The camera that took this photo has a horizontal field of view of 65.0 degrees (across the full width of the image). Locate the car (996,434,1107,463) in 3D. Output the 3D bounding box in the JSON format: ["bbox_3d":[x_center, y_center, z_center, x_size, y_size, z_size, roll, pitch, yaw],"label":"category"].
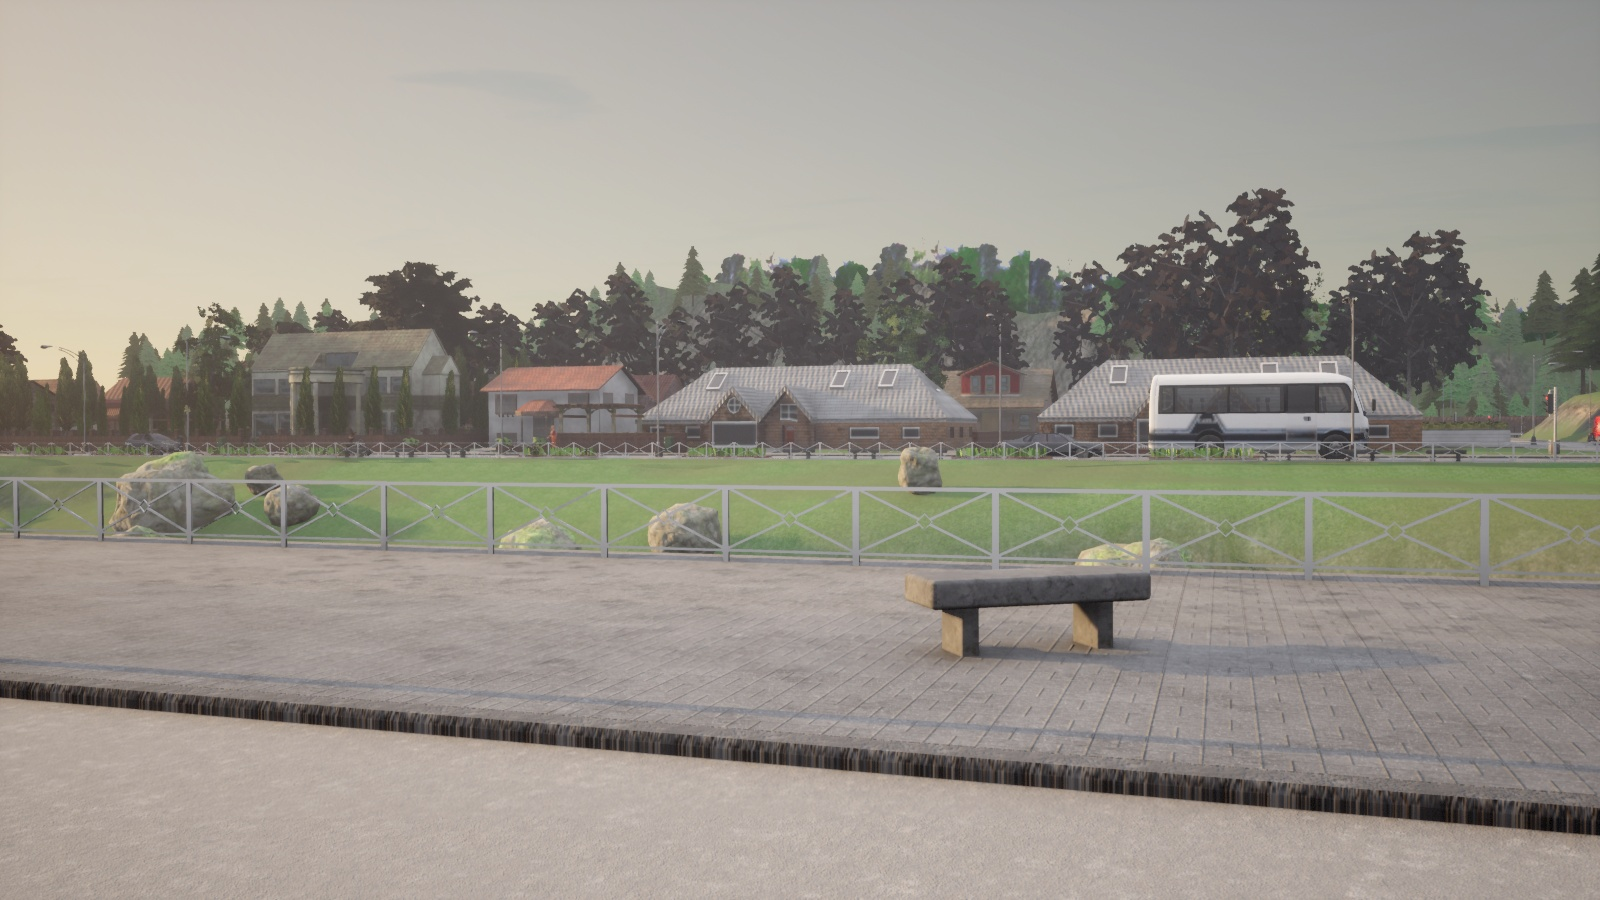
[{"bbox_3d":[12.919,-0.109,64.415,5.357,1.411,2.033,1,1,19],"label":"car"}]

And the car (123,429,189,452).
[{"bbox_3d":[-42.632,-0.650,83.110,3.633,1.501,1.845,1,1,19],"label":"car"}]

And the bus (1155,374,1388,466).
[{"bbox_3d":[22.714,-1.443,61.097,10.273,4.253,3.944,1,1,19],"label":"bus"}]

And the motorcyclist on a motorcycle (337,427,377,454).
[{"bbox_3d":[-27.543,-0.576,78.031,2.350,1.649,0.766,1,1,19],"label":"motorcyclist on a motorcycle"}]
